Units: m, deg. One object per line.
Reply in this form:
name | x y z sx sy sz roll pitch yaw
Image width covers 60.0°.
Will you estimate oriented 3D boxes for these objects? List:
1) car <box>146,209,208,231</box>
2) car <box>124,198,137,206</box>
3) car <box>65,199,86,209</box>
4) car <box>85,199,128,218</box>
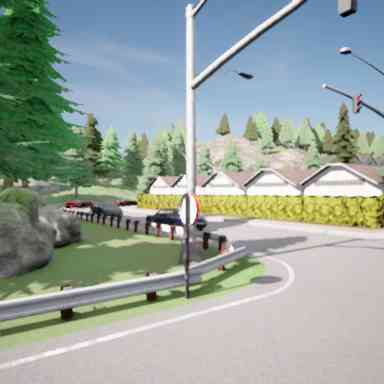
car | -1.036 1.744 21.119 1.895 1.301 4.718 0 0 -35
car | -10.595 1.681 53.644 1.895 1.301 4.718 0 0 33
car | -16.362 1.717 47.797 1.895 1.301 4.718 0 0 6
car | -8.046 1.646 31.096 1.837 1.490 4.892 0 1 -35
